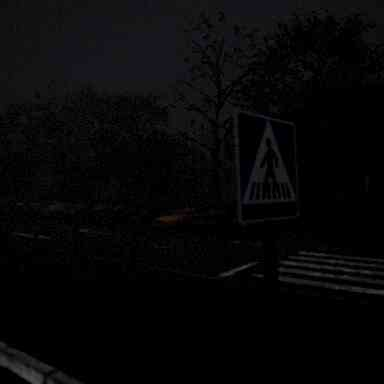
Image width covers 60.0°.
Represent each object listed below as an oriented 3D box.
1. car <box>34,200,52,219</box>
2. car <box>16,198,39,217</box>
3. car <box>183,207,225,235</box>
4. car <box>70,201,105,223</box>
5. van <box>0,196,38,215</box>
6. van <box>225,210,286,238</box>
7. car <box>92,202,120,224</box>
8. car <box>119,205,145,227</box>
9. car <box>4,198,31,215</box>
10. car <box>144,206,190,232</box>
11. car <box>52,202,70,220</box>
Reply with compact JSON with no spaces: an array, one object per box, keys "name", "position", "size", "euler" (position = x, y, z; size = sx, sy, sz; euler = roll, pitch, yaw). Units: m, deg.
[{"name":"car","position":[-11.737,1.732,31.080],"size":[2.002,1.452,4.674],"euler":[0,0,35]},{"name":"car","position":[-14.000,1.675,32.685],"size":[2.097,1.535,5.008],"euler":[0,0,35]},{"name":"car","position":[1.855,1.822,21.458],"size":[2.163,1.488,4.792],"euler":[0,0,35]},{"name":"car","position":[-7.207,1.724,27.870],"size":[2.097,1.535,5.008],"euler":[0,0,35]},{"name":"van","position":[-18.454,1.418,36.000],"size":[1.878,1.987,4.442],"euler":[0,0,35]},{"name":"van","position":[4.032,1.584,19.731],"size":[1.878,1.987,4.442],"euler":[0,0,35]},{"name":"car","position":[-4.952,1.742,26.253],"size":[2.231,1.521,4.892],"euler":[0,0,35]},{"name":"car","position":[-2.670,1.787,24.674],"size":[2.163,1.488,4.792],"euler":[0,0,35]},{"name":"car","position":[-16.263,1.700,34.296],"size":[2.002,1.452,4.674],"euler":[0,0,35]},{"name":"car","position":[-0.533,1.772,22.891],"size":[1.946,1.575,5.366],"euler":[0,0,35]},{"name":"car","position":[-9.454,1.582,29.499],"size":[2.185,1.767,4.553],"euler":[0,0,35]}]
